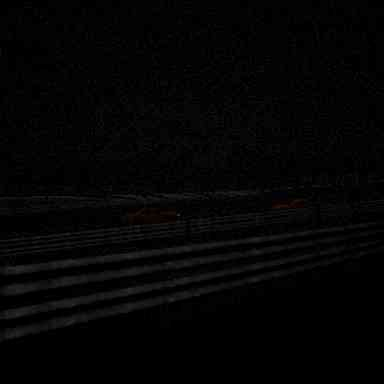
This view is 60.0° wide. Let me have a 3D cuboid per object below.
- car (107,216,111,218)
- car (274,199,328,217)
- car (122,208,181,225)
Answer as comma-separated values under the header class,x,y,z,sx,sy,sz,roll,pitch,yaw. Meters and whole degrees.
class,x,y,z,sx,sy,sz,roll,pitch,yaw
car,-5.365,2.129,31.119,5.357,1.411,2.033,-4,2,-22
car,9.740,1.366,29.631,5.008,1.535,1.882,-4,2,-22
car,-3.369,2.065,28.148,5.008,1.535,1.882,-4,2,-22
